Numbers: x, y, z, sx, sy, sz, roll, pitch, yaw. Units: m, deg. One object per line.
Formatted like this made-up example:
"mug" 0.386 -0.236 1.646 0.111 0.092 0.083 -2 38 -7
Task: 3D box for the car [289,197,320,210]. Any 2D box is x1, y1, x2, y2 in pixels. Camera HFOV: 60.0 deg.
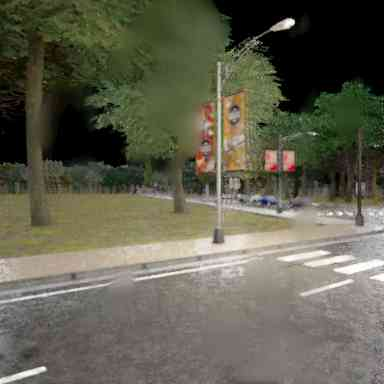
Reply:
"car" 13.694 1.373 40.728 2.128 1.511 4.902 0 0 -12

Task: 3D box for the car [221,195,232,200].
"car" 8.546 1.309 80.518 1.895 1.301 4.718 0 0 -12

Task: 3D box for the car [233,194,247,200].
"car" 11.690 1.239 81.354 1.812 1.442 4.674 0 0 -12

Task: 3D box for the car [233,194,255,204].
"car" 9.672 1.281 59.850 2.128 1.511 4.902 0 0 -12

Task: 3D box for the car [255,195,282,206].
"car" 11.741 1.313 49.928 1.882 1.535 5.008 0 0 -12

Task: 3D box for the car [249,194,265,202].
"car" 13.852 1.274 71.313 1.812 1.442 4.674 0 0 -12
